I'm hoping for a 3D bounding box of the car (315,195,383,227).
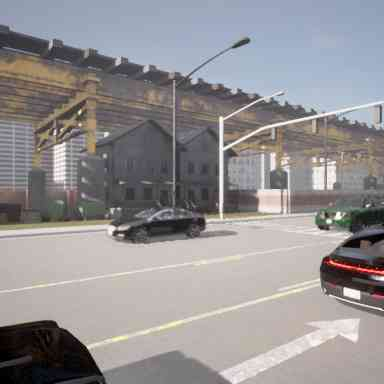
[{"bbox_3d":[9.570,1.221,19.380,5.566,2.045,2.150,0,0,-35],"label":"car"}]

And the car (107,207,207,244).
[{"bbox_3d":[-1.534,1.491,15.780,4.902,1.511,2.128,0,0,-35],"label":"car"}]

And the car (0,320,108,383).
[{"bbox_3d":[-2.791,1.601,1.758,4.718,1.301,1.895,0,0,-35],"label":"car"}]

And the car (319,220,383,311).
[{"bbox_3d":[4.741,1.505,7.147,4.892,1.490,1.837,0,0,-35],"label":"car"}]
